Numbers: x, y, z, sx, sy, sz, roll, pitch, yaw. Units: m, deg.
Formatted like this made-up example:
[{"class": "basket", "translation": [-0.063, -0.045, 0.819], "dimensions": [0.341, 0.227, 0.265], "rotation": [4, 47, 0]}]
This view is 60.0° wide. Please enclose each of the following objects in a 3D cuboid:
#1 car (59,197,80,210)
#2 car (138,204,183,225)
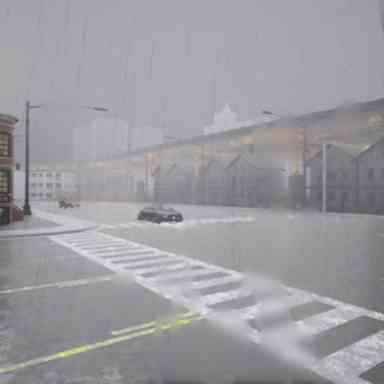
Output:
[{"class": "car", "translation": [-16.772, 1.504, 45.367], "dimensions": [2.128, 1.511, 4.902], "rotation": [0, 0, -36]}, {"class": "car", "translation": [-2.456, 1.653, 25.273], "dimensions": [1.994, 1.385, 4.181], "rotation": [0, 0, -36]}]
